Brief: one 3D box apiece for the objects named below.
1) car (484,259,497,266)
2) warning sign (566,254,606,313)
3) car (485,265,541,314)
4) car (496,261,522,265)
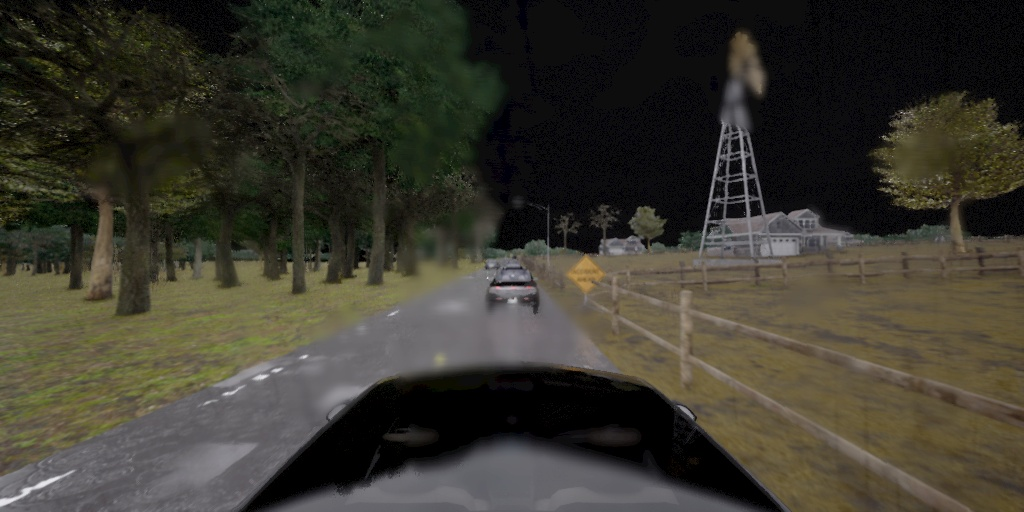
[{"bbox_3d":[-2.815,1.200,50.801,2.128,1.511,4.902,0,0,0],"label":"car"},{"bbox_3d":[2.453,0.878,11.785,1.300,1.860,1.060,0,0,0],"label":"warning sign"},{"bbox_3d":[0.071,1.255,13.898,2.128,1.511,4.902,0,0,0],"label":"car"},{"bbox_3d":[0.077,1.251,29.192,2.128,1.511,4.902,0,0,0],"label":"car"}]
